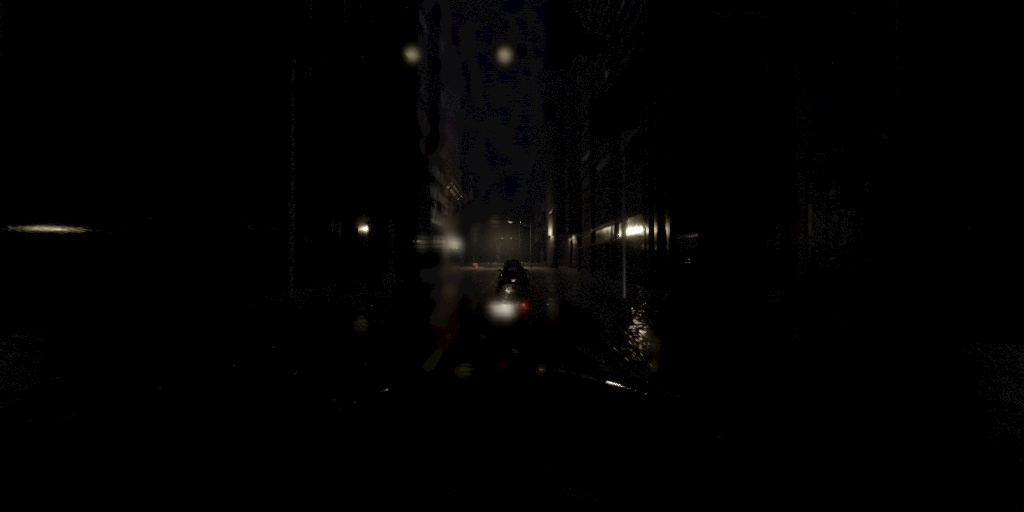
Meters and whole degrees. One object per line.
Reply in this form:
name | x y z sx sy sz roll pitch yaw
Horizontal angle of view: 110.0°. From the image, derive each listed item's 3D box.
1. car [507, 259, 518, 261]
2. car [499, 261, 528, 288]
car | 0.066 1.174 43.460 2.097 1.767 4.553 0 0 0
car | 0.082 1.296 23.999 1.812 1.442 4.674 0 0 0
